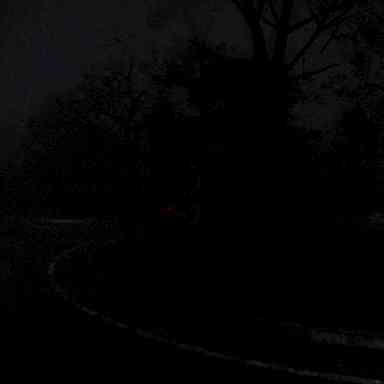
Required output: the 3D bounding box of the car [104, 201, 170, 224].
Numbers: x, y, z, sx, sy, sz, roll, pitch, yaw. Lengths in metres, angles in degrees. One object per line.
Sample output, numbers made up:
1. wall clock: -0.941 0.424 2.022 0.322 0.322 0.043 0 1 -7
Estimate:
1. car: -3.683 1.365 23.174 4.902 1.511 2.128 1 0 10
